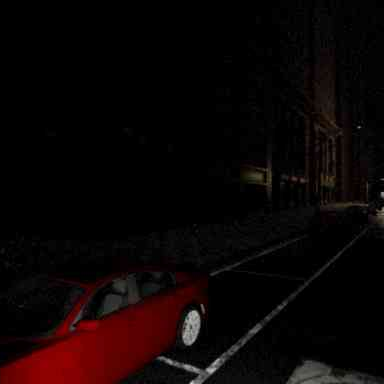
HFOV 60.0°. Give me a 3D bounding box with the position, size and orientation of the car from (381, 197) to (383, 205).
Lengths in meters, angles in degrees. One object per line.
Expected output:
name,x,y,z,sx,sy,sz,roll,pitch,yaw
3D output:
car,44.003,2.031,75.327,1.967,1.590,4.097,0,0,33

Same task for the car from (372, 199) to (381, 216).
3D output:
car,19.694,1.845,37.261,1.752,1.417,4.829,0,0,33

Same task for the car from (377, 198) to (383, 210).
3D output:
car,25.840,1.975,46.885,1.802,1.307,4.206,0,0,33

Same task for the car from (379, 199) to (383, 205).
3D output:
car,40.975,2.125,70.586,1.947,1.339,4.313,0,0,33

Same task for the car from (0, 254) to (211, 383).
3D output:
car,-1.405,1.590,4.223,1.887,1.381,4.507,0,0,33

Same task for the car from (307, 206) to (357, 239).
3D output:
car,7.677,1.712,18.444,1.887,1.381,4.507,0,0,33

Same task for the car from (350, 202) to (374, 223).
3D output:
car,13.731,1.797,27.924,2.008,1.369,4.403,0,0,33

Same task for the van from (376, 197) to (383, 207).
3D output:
van,34.923,1.834,61.106,1.690,1.788,3.998,0,0,33
